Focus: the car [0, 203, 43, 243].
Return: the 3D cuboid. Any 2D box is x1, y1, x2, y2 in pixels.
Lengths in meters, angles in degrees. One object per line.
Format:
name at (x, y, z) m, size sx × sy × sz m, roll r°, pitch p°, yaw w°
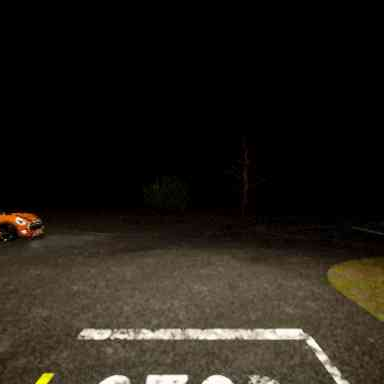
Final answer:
car at (-9.210, 1.241, 14.954) m, size 4.553 × 1.767 × 2.097 m, roll 0°, pitch 0°, yaw -1°
